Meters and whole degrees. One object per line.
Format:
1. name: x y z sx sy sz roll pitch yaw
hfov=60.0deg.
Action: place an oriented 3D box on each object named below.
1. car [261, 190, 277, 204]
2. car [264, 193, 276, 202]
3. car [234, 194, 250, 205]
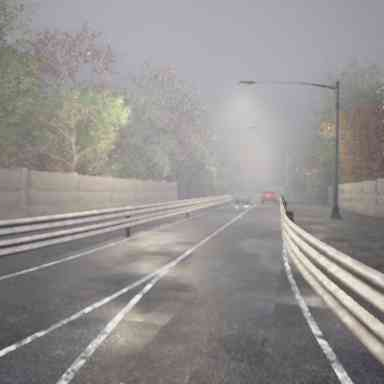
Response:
1. car: 11.864 0.742 51.429 2.150 2.045 5.566 1 0 14
2. car: 14.531 1.001 61.758 2.128 1.511 4.902 1 0 14
3. car: 7.016 1.051 45.962 2.033 1.411 5.357 1 1 15
